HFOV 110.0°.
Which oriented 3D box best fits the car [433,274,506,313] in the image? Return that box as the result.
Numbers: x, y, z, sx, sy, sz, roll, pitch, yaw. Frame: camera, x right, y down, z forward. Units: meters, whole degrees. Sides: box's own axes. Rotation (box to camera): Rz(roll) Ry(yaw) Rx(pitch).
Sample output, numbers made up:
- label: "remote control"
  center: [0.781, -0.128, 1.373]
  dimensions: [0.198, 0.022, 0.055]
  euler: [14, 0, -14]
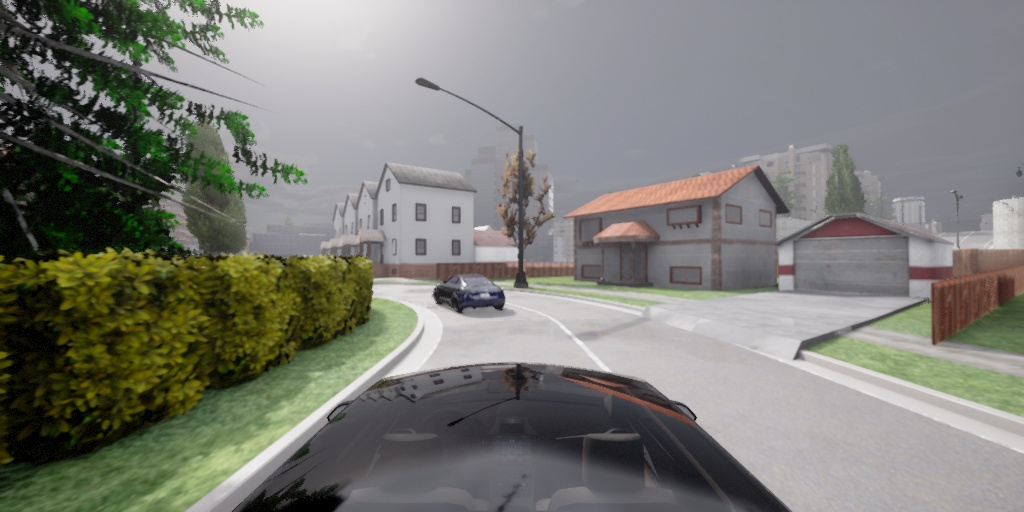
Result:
- label: "car"
  center: [-1.888, 1.444, 15.038]
  dimensions: [1.994, 1.385, 4.181]
  euler: [0, -1, -27]
